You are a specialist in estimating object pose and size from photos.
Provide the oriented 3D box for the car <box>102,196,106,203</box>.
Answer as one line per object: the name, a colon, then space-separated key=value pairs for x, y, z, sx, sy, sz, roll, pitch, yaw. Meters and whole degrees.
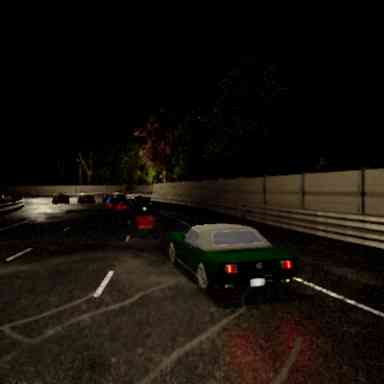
car: x=-12.274 y=1.049 z=50.574 sx=1.812 sy=1.442 sz=4.674 roll=-1 pitch=1 yaw=-29

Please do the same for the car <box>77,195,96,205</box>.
car: x=-15.688 y=1.097 z=49.377 sx=2.033 sy=1.411 sz=5.357 roll=-1 pitch=1 yaw=-29

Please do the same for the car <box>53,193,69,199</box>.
car: x=-29.747 y=0.886 z=75.689 sx=1.994 sy=1.385 sz=4.181 roll=-1 pitch=1 yaw=-43

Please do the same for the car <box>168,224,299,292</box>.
car: x=0.691 y=1.505 z=8.794 sx=1.895 sy=1.301 sz=4.718 roll=0 pitch=1 yaw=-17

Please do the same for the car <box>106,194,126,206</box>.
car: x=-10.159 y=1.068 z=45.871 sx=1.837 sy=1.490 sz=4.892 roll=0 pitch=1 yaw=-23

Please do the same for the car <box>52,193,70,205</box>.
car: x=-18.883 y=1.142 z=47.926 sx=1.994 sy=1.385 sz=4.181 roll=-1 pitch=1 yaw=-29

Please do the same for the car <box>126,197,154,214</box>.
car: x=-4.782 y=1.197 z=31.166 sx=1.837 sy=1.490 sz=4.892 roll=0 pitch=0 yaw=-16
